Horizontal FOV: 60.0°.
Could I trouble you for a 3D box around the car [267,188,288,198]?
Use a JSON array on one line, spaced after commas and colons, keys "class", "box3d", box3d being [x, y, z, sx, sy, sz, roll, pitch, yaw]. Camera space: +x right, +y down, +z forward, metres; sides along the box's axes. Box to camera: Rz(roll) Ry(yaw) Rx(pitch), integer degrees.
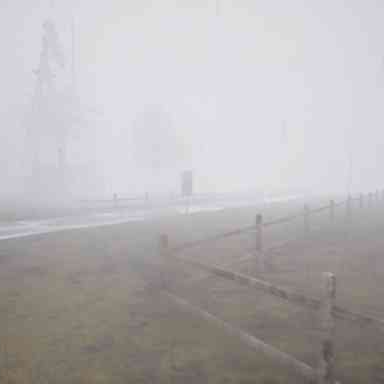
[{"class": "car", "box3d": [13.053, 0.085, 50.540, 1.882, 1.535, 5.008, -1, 1, 35]}]
